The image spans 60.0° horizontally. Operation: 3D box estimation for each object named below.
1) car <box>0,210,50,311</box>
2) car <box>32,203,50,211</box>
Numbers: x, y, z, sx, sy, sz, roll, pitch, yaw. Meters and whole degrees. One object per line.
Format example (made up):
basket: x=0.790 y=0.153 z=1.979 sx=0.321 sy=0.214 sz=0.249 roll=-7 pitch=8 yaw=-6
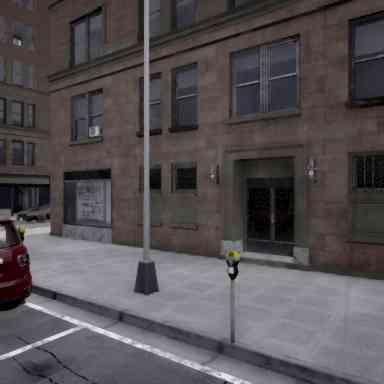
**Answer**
car: x=-5.112 y=1.315 z=6.444 sx=5.009 sy=1.841 sz=2.192 roll=0 pitch=0 yaw=35
car: x=-10.285 y=1.502 z=25.205 sx=2.033 sy=1.411 sz=5.357 roll=0 pitch=0 yaw=36
